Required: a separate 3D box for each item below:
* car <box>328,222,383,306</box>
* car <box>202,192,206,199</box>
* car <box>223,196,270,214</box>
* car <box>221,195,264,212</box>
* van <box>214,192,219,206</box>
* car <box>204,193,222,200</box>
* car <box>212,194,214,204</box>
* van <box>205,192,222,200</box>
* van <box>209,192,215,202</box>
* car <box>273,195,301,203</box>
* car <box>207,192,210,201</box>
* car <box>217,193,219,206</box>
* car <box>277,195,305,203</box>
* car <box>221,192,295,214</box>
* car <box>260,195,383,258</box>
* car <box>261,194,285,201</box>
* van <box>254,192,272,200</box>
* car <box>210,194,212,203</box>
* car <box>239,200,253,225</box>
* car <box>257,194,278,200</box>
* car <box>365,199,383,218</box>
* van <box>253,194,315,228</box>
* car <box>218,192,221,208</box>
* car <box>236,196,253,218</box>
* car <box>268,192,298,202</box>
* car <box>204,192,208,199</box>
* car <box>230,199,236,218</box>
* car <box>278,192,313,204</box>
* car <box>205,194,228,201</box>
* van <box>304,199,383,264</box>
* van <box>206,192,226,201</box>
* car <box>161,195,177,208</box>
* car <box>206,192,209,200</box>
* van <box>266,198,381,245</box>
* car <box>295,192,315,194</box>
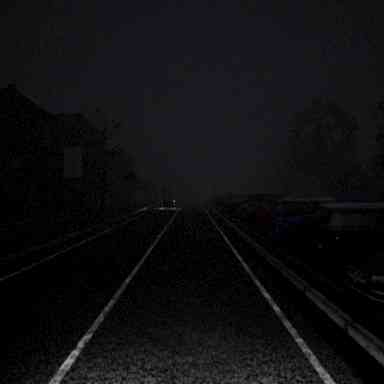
[{"bbox_3d":[5.706,1.516,6.683,4.892,1.521,2.231,0,0,0],"label":"car"},{"bbox_3d":[5.622,1.052,73.960,5.566,2.045,2.435,0,0,0],"label":"car"},{"bbox_3d":[5.624,1.294,34.718,4.553,1.767,2.185,0,0,0],"label":"car"},{"bbox_3d":[5.620,1.284,37.521,4.553,1.767,2.185,0,0,0],"label":"car"},{"bbox_3d":[5.525,1.163,43.127,4.442,1.987,1.878,0,0,0],"label":"van"},{"bbox_3d":[5.544,1.172,87.979,4.553,1.767,2.185,0,0,0],"label":"car"},{"bbox_3d":[5.632,1.379,45.931,5.008,1.535,2.097,0,0,0],"label":"car"},{"bbox_3d":[5.462,1.073,85.174,4.442,1.987,1.878,0,0,0],"label":"van"},{"bbox_3d":[5.508,1.123,54.340,4.442,1.987,1.878,0,0,0],"label":"van"},{"bbox_3d":[18.681,1.313,65.760,5.008,1.535,2.097,0,0,0],"label":"car"},{"bbox_3d":[5.801,1.325,59.948,5.366,1.575,1.946,0,0,0],"label":"car"},{"bbox_3d":[5.678,1.274,40.324,4.553,1.767,2.185,0,0,0],"label":"car"},{"bbox_3d":[18.688,1.358,63.100,4.674,1.452,2.002,0,0,0],"label":"car"},{"bbox_3d":[5.636,1.189,29.111,5.566,2.045,2.435,0,0,0],"label":"car"},{"bbox_3d":[5.663,1.250,12.290,5.566,2.045,2.435,0,0,0],"label":"car"},{"bbox_3d":[18.663,1.302,76.900,5.008,1.535,2.097,0,0,0],"label":"car"},{"bbox_3d":[18.772,1.071,88.044,4.442,1.987,1.878,0,0,0],"label":"van"},{"bbox_3d":[5.600,1.388,51.538,4.792,1.488,2.163,0,0,0],"label":"car"},{"bbox_3d":[5.671,1.471,20.702,4.892,1.521,2.231,0,0,0],"label":"car"},{"bbox_3d":[18.659,1.339,82.472,4.674,1.452,2.002,0,0,0],"label":"car"},{"bbox_3d":[18.558,1.435,29.530,5.366,1.575,1.946,0,0,0],"label":"car"},{"bbox_3d":[5.799,1.255,17.898,4.442,1.987,1.878,0,0,0],"label":"van"},{"bbox_3d":[5.631,1.178,31.914,5.566,2.045,2.435,0,0,0],"label":"car"},{"bbox_3d":[5.704,1.335,23.505,4.553,1.767,2.185,0,0,0],"label":"car"},{"bbox_3d":[18.654,1.056,68.547,5.566,2.045,2.435,0,0,0],"label":"car"},{"bbox_3d":[5.593,1.306,71.153,4.892,1.521,2.231,0,0,0],"label":"car"},{"bbox_3d":[5.666,1.490,26.309,4.674,1.452,2.002,0,0,0],"label":"car"},{"bbox_3d":[18.666,1.076,60.191,5.566,2.045,2.435,0,0,0],"label":"car"},{"bbox_3d":[5.584,1.302,76.764,5.008,1.535,2.097,0,0,0],"label":"car"},{"bbox_3d":[5.812,1.285,9.490,4.442,1.987,1.878,0,0,0],"label":"van"},{"bbox_3d":[5.701,1.075,79.568,4.442,1.987,1.878,0,0,0],"label":"van"},{"bbox_3d":[-3.260,1.253,47.342,2.097,1.767,4.553,0,0,0],"label":"car"},{"bbox_3d":[5.606,1.319,62.748,5.008,1.535,2.097,0,0,0],"label":"car"},{"bbox_3d":[5.803,1.265,15.095,4.442,1.987,1.878,0,0,0],"label":"van"},{"bbox_3d":[18.671,1.085,57.529,5.566,2.045,2.435,0,0,0],"label":"car"}]
